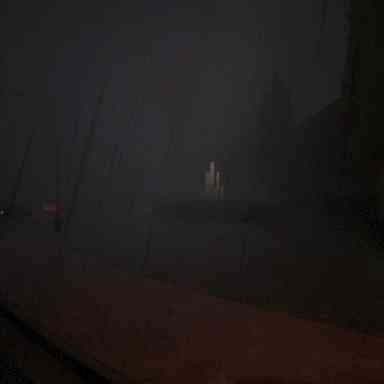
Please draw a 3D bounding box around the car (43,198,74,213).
[{"bbox_3d":[-16.033,1.552,40.162,2.097,1.767,4.553,0,0,1],"label":"car"}]

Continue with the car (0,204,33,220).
[{"bbox_3d":[-16.042,1.729,29.992,1.994,1.385,4.181,0,0,-4],"label":"car"}]
